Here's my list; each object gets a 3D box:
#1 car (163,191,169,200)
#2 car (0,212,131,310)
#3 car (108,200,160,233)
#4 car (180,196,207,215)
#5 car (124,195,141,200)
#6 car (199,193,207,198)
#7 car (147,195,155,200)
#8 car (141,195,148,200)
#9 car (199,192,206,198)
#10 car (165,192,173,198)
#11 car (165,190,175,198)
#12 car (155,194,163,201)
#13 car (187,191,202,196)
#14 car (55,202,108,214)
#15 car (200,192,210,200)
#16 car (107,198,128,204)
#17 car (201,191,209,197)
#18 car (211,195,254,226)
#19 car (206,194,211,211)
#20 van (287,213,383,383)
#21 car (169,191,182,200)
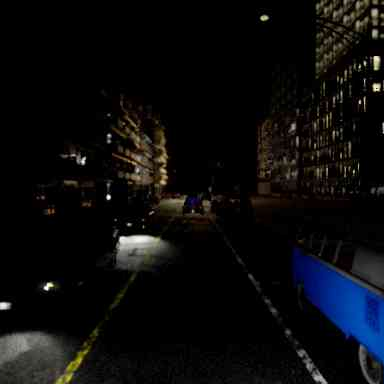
[{"bbox_3d":[-5.699,0.892,71.179,1.887,1.381,4.507,0,0,0],"label":"car"},{"bbox_3d":[-3.096,1.465,8.129,2.033,1.411,5.357,0,1,0],"label":"car"},{"bbox_3d":[-3.071,1.384,18.285,1.994,1.385,4.181,0,1,0],"label":"car"},{"bbox_3d":[0.089,1.310,30.121,1.895,1.301,4.718,0,1,0],"label":"car"},{"bbox_3d":[-5.696,1.179,26.966,1.967,1.590,4.097,0,1,0],"label":"car"},{"bbox_3d":[2.681,0.839,82.233,1.802,1.307,4.206,0,0,0],"label":"car"},{"bbox_3d":[-5.697,1.076,38.019,1.967,1.590,4.097,0,1,0],"label":"car"},{"bbox_3d":[-5.696,1.269,32.495,1.802,1.307,4.206,0,1,0],"label":"car"},{"bbox_3d":[2.681,0.795,87.758,1.802,1.307,4.206,0,0,0],"label":"car"},{"bbox_3d":[-5.699,0.784,82.062,1.752,1.417,4.829,0,0,0],"label":"car"},{"bbox_3d":[-5.701,0.528,87.756,2.192,1.841,5.009,0,0,0],"label":"car"},{"bbox_3d":[-5.697,1.063,48.903,1.752,1.417,4.829,0,1,0],"label":"car"},{"bbox_3d":[0.059,1.043,45.715,1.882,1.535,5.008,0,1,0],"label":"car"},{"bbox_3d":[-5.695,1.393,15.915,2.008,1.369,4.403,0,1,0],"label":"car"},{"bbox_3d":[2.681,0.788,71.178,1.967,1.590,4.097,0,0,0],"label":"car"},{"bbox_3d":[-5.695,1.335,21.440,1.887,1.381,4.507,0,1,0],"label":"car"},{"bbox_3d":[2.352,0.966,57.596,1.837,1.490,4.892,0,0,0],"label":"car"},{"bbox_3d":[2.684,1.105,21.438,2.192,1.841,5.009,0,1,0],"label":"car"},{"bbox_3d":[2.684,1.232,32.494,1.887,1.381,4.507,0,1,0],"label":"car"},{"bbox_3d":[2.685,1.291,4.860,1.690,1.788,3.998,0,1,0],"label":"van"},{"bbox_3d":[-3.008,0.920,66.745,2.033,1.411,5.357,0,0,0],"label":"car"}]
